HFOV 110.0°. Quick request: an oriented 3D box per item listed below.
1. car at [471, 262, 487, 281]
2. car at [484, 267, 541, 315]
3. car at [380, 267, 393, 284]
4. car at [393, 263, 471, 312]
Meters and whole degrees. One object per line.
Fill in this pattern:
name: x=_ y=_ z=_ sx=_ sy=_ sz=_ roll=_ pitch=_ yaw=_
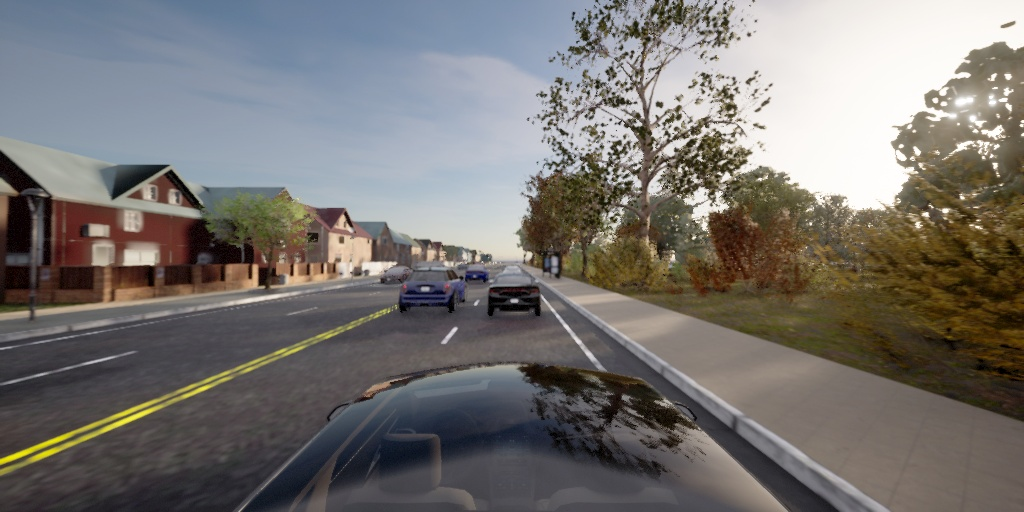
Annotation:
car: x=-3.184 y=1.604 z=33.122 sx=1.882 sy=1.535 sz=5.008 roll=0 pitch=-1 yaw=0
car: x=0.081 y=1.377 z=14.410 sx=1.882 sy=1.535 sz=5.008 roll=0 pitch=-1 yaw=0
car: x=-9.876 y=1.629 z=31.119 sx=1.812 sy=1.442 sz=4.674 roll=0 pitch=-1 yaw=0
car: x=-3.167 y=1.262 z=15.218 sx=2.097 sy=1.767 sz=4.553 roll=0 pitch=-1 yaw=0
